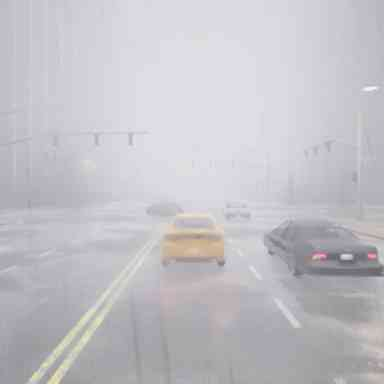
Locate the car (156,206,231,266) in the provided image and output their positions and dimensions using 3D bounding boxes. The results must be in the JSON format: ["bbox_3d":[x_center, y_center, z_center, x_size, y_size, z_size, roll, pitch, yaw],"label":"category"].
[{"bbox_3d":[0.057,1.446,11.452,1.882,1.535,5.008,0,0,0],"label":"car"}]

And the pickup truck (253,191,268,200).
[{"bbox_3d":[16.621,0.836,79.527,2.390,2.098,6.274,0,0,31],"label":"pickup truck"}]

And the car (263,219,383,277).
[{"bbox_3d":[3.545,1.519,10.095,2.033,1.411,5.357,0,0,0],"label":"car"}]

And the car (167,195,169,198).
[{"bbox_3d":[-7.000,1.239,84.470,1.882,1.535,5.008,0,0,0],"label":"car"}]

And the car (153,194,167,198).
[{"bbox_3d":[-7.000,1.334,68.887,2.128,1.511,4.902,0,0,0],"label":"car"}]

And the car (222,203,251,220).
[{"bbox_3d":[3.562,1.524,27.382,1.895,1.301,4.718,0,0,0],"label":"car"}]

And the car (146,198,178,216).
[{"bbox_3d":[-2.456,1.483,28.898,1.994,1.385,4.181,0,0,-30],"label":"car"}]
